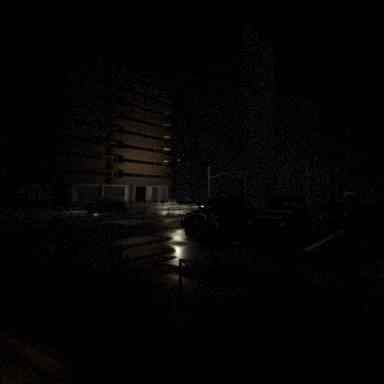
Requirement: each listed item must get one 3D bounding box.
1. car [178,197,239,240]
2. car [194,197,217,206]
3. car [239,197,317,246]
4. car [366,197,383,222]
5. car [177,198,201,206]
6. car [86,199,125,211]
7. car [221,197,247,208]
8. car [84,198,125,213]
[{"bbox_3d":[1.471,1.153,16.052,1.932,1.855,4.605,0,0,34],"label":"car"},{"bbox_3d":[2.292,1.566,55.067,1.994,1.385,4.181,0,0,34],"label":"car"},{"bbox_3d":[3.839,1.156,14.386,1.905,1.878,3.866,0,0,34],"label":"car"},{"bbox_3d":[15.862,1.395,27.342,1.970,1.475,3.806,0,0,34],"label":"car"},{"bbox_3d":[-0.427,1.666,57.290,1.895,1.301,4.718,0,0,34],"label":"car"},{"bbox_3d":[-10.807,1.601,41.989,1.895,1.301,4.718,0,0,34],"label":"car"},{"bbox_3d":[6.162,1.526,48.084,1.812,1.442,4.674,0,0,34],"label":"car"},{"bbox_3d":[-9.745,1.477,37.291,1.882,1.535,5.008,0,0,34],"label":"car"}]
